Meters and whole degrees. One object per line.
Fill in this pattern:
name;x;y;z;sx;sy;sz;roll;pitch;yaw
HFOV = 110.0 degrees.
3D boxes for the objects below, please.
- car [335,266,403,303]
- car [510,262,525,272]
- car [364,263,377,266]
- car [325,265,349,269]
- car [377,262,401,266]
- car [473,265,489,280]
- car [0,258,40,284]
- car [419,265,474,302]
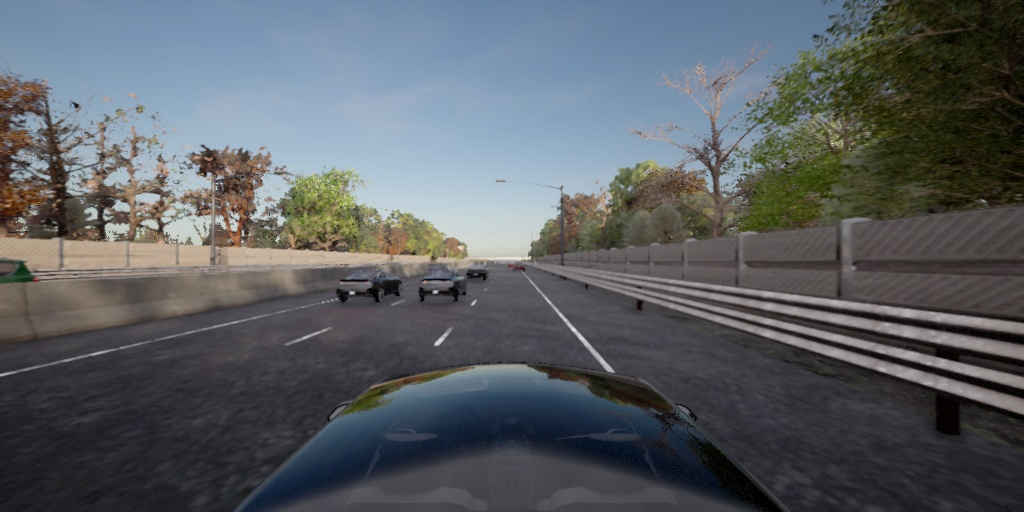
car;-6.902;1.412;17.894;2.128;1.511;4.902;0;-1;0
car;1.217;1.770;62.178;2.097;1.767;4.553;0;-1;0
car;-21.054;1.794;52.781;2.128;1.511;4.902;0;-1;0
car;-24.560;1.883;50.958;1.895;1.301;4.718;0;-1;1
car;-17.558;1.655;52.714;2.097;1.767;4.553;0;-1;0
car;-3.404;1.596;35.992;1.882;1.535;5.008;0;-1;0
car;-17.602;1.059;10.196;2.150;2.045;5.566;0;-1;0
car;-3.402;1.418;18.384;2.128;1.511;4.902;0;-1;0
